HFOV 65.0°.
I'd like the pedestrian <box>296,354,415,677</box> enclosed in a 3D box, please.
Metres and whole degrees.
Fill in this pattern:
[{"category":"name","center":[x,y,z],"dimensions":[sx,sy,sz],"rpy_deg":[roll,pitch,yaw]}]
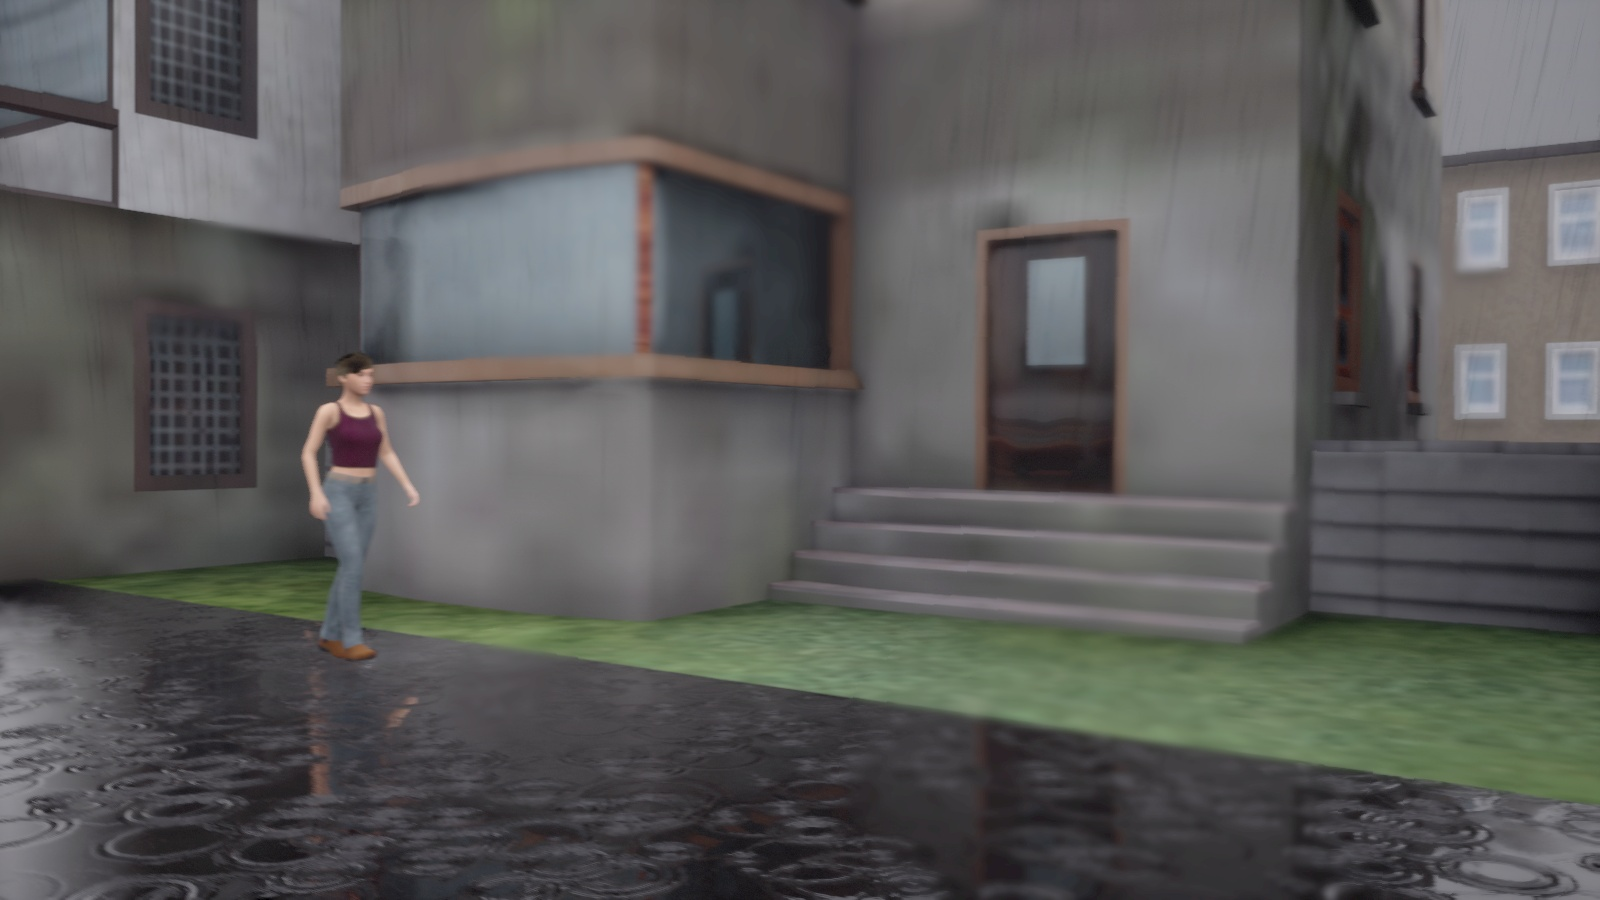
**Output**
[{"category":"pedestrian","center":[-2.634,0.373,7.448],"dimensions":[0.594,1.836,0.345],"rpy_deg":[0,1,32]}]
